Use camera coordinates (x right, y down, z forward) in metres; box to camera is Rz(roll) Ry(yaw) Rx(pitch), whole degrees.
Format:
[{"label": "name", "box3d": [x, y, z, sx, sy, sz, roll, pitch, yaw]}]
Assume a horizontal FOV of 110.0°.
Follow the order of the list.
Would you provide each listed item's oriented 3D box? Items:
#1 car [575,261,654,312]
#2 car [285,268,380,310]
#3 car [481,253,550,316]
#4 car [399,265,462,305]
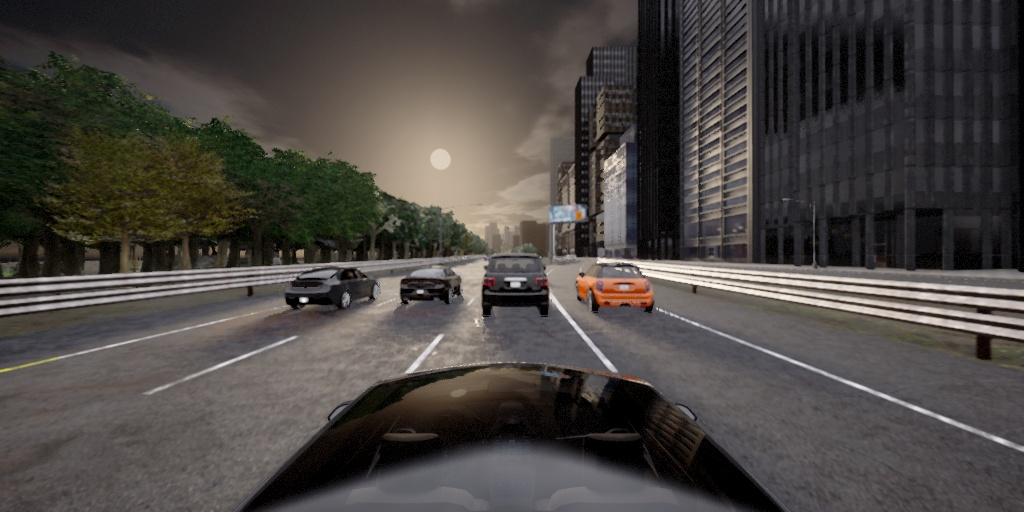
[{"label": "car", "box3d": [3.756, 1.037, 13.909, 2.097, 1.767, 4.553, 0, 0, 2]}, {"label": "car", "box3d": [-6.892, 1.190, 14.294, 1.837, 1.490, 4.892, 0, 0, 0]}, {"label": "car", "box3d": [0.110, 0.911, 13.191, 2.150, 2.045, 5.566, 0, 0, 0]}, {"label": "car", "box3d": [-3.386, 1.154, 15.735, 1.882, 1.535, 5.008, 0, 0, 0]}]
